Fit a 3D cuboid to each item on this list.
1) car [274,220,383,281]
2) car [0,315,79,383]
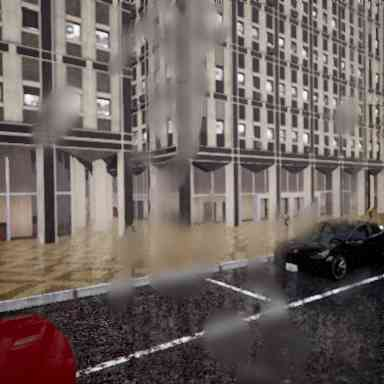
[{"bbox_3d":[4.267,1.503,9.620,4.313,1.339,1.947,0,0,-36],"label":"car"},{"bbox_3d":[-2.984,1.490,1.248,5.008,1.535,1.882,0,0,-36],"label":"car"}]
